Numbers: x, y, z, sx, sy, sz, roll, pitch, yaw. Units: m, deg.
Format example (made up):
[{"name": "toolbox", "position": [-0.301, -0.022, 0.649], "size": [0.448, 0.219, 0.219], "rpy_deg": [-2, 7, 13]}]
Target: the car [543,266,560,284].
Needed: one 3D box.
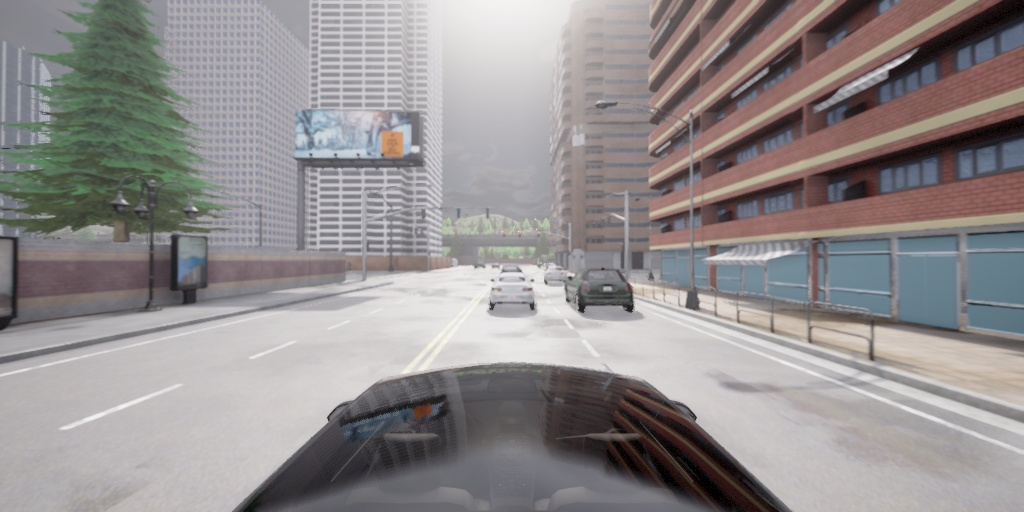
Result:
[{"name": "car", "position": [3.758, 1.587, 30.697], "size": [1.812, 1.442, 4.674], "rpy_deg": [0, 0, 6]}]

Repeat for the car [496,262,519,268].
[{"name": "car", "position": [-0.162, 1.543, 31.059], "size": [1.882, 1.535, 5.008], "rpy_deg": [0, 0, -4]}]

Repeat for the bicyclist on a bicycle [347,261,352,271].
[{"name": "bicyclist on a bicycle", "position": [-25.651, 1.641, 56.647], "size": [0.582, 1.620, 1.656], "rpy_deg": [0, 0, 0]}]

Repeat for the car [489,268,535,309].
[{"name": "car", "position": [0.019, 1.426, 15.724], "size": [1.812, 1.442, 4.674], "rpy_deg": [0, 0, 0]}]

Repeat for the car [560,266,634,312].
[{"name": "car", "position": [3.514, 1.247, 15.248], "size": [2.097, 1.767, 4.553], "rpy_deg": [0, -1, 0]}]
